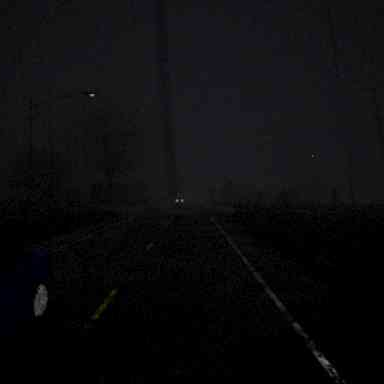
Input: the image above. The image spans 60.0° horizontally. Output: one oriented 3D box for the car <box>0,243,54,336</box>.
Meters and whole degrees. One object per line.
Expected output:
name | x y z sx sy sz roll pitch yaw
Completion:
car | -3.600 1.478 4.421 1.882 1.535 5.008 0 0 0
